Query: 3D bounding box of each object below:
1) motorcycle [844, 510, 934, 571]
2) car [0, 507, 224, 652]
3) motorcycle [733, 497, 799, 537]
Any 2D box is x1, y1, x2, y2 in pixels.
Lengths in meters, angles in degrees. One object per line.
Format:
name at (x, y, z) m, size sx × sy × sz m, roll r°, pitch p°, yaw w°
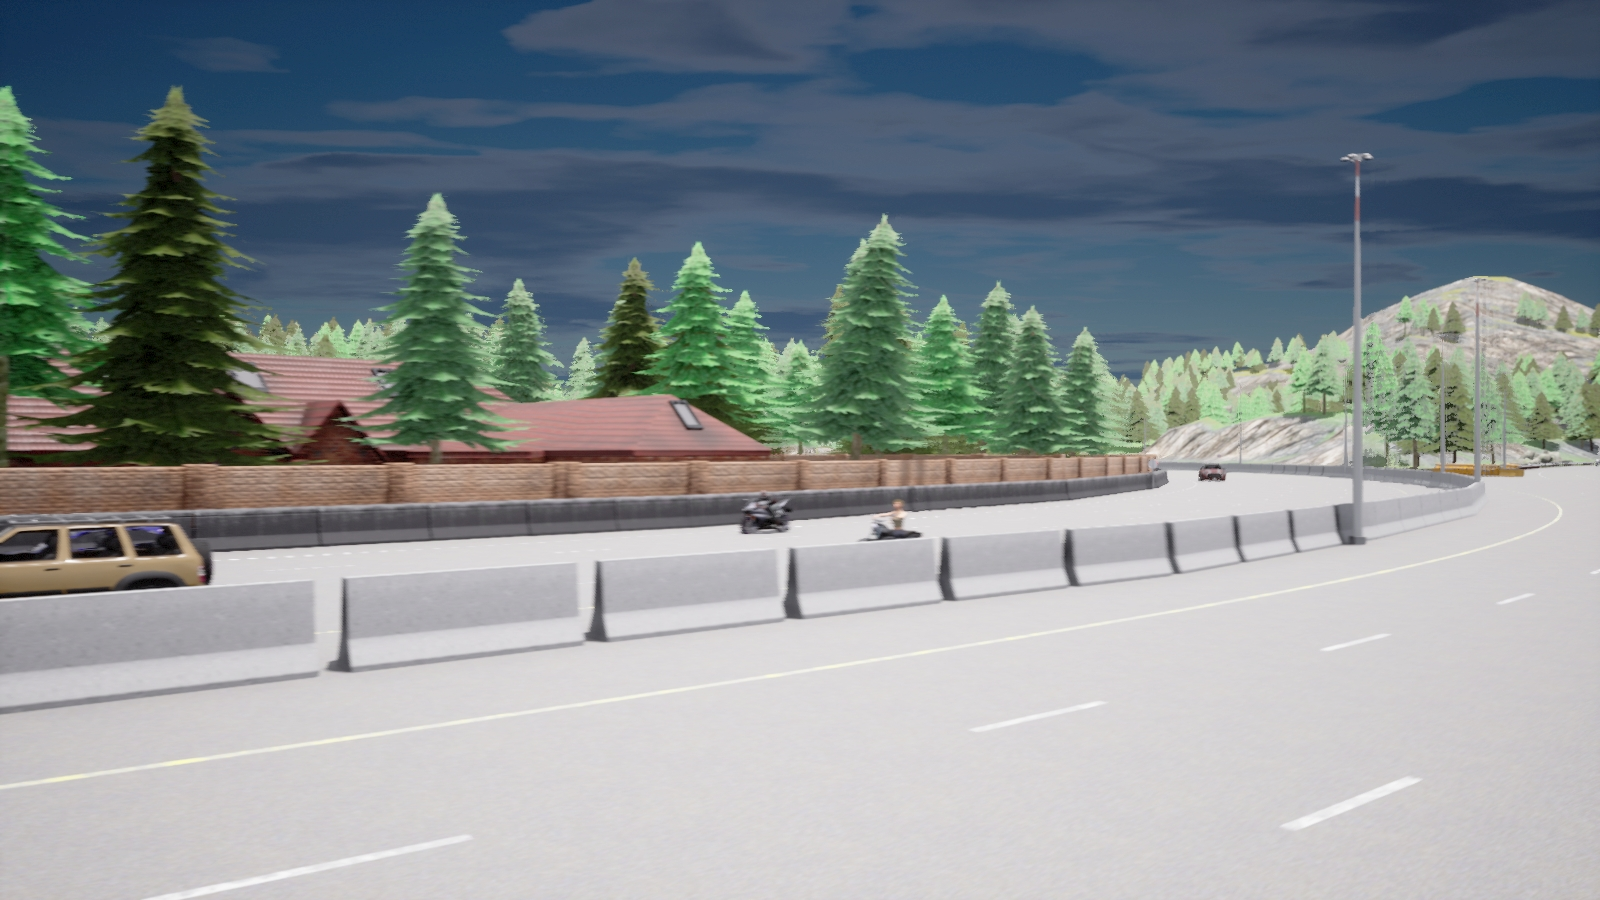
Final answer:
motorcycle at (2.196, 2.177, 27.954) m, size 2.356 × 1.325 × 0.764 m, roll 0°, pitch 0°, yaw -42°
car at (-11.327, 1.893, 17.073) m, size 4.605 × 1.855 × 1.932 m, roll 0°, pitch 0°, yaw -36°
motorcycle at (-1.160, 2.251, 38.888) m, size 2.209 × 1.251 × 0.867 m, roll 0°, pitch -1°, yaw -44°
